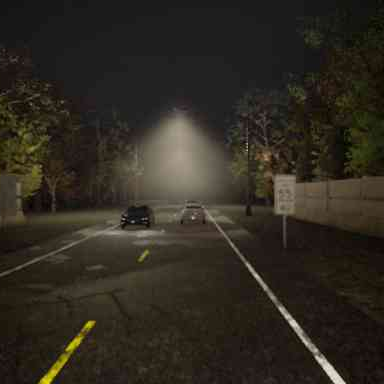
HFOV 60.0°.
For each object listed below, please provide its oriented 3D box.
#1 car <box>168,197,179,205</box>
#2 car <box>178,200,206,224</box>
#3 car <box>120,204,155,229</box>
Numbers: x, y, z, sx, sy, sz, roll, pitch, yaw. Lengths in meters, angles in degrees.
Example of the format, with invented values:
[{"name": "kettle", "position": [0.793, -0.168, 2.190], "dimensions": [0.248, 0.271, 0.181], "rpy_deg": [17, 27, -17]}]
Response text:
[{"name": "car", "position": [-3.507, 1.665, 64.108], "dimensions": [1.882, 1.535, 5.008], "rpy_deg": [0, 0, 1]}, {"name": "car", "position": [0.094, 1.627, 25.879], "dimensions": [1.812, 1.442, 4.674], "rpy_deg": [0, 0, 0]}, {"name": "car", "position": [-3.594, 1.595, 22.675], "dimensions": [1.837, 1.490, 4.892], "rpy_deg": [0, 0, 0]}]
